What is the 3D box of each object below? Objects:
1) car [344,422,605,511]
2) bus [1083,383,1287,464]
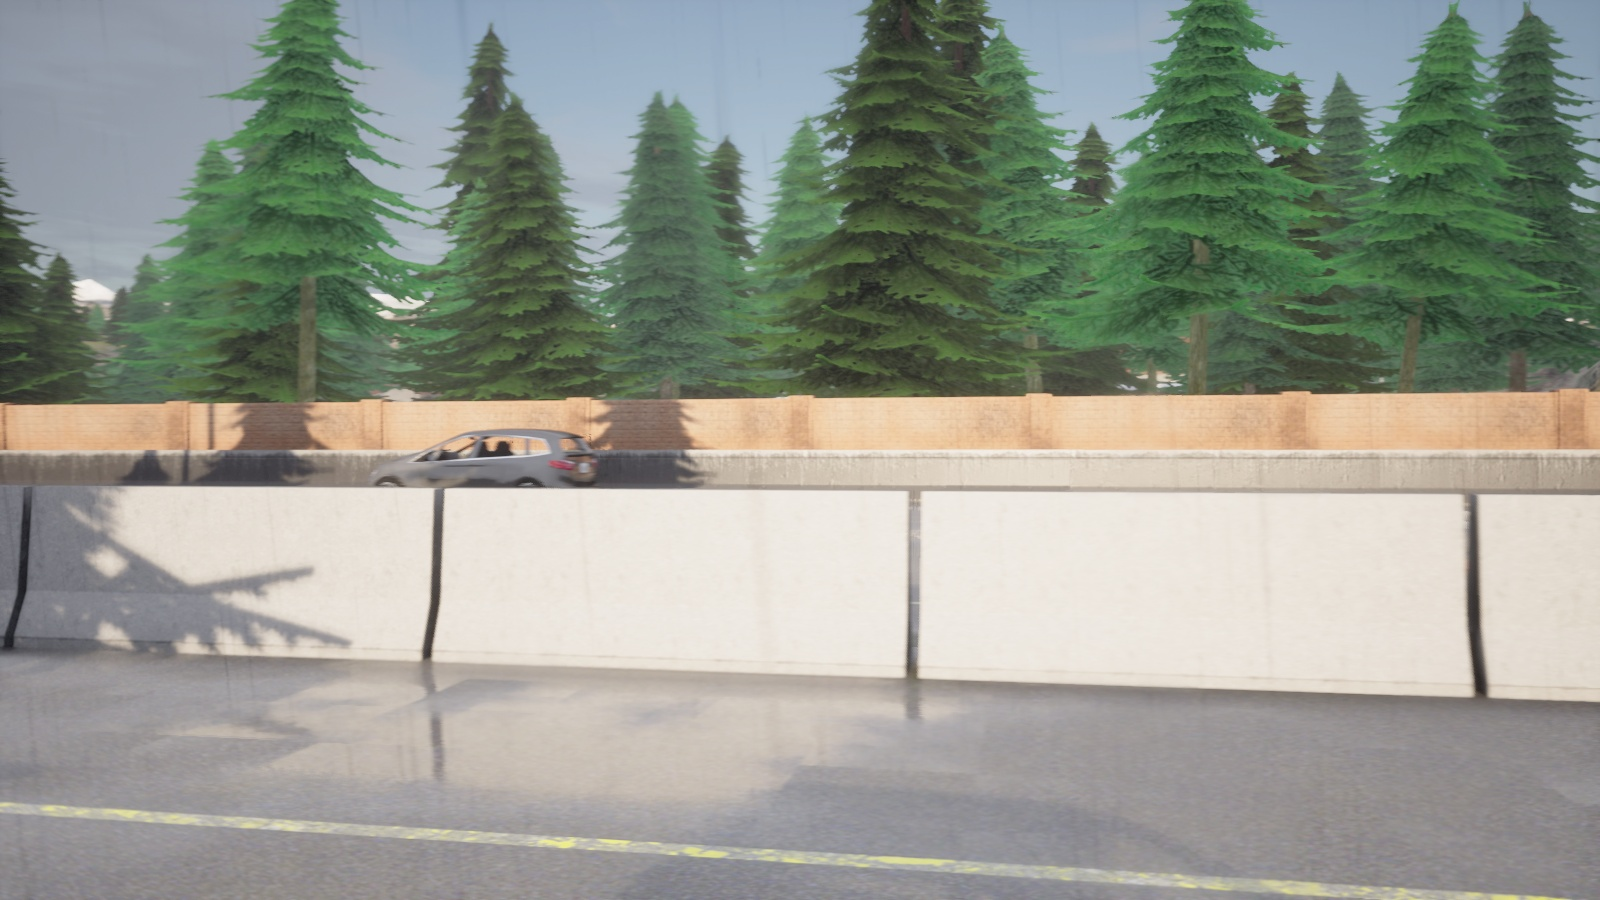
[{"bbox_3d":[-6.553,0.292,25.542,4.611,1.667,2.242,0,1,11],"label":"car"},{"bbox_3d":[20.786,-1.432,68.591,10.273,4.253,3.944,0,1,12],"label":"bus"}]
